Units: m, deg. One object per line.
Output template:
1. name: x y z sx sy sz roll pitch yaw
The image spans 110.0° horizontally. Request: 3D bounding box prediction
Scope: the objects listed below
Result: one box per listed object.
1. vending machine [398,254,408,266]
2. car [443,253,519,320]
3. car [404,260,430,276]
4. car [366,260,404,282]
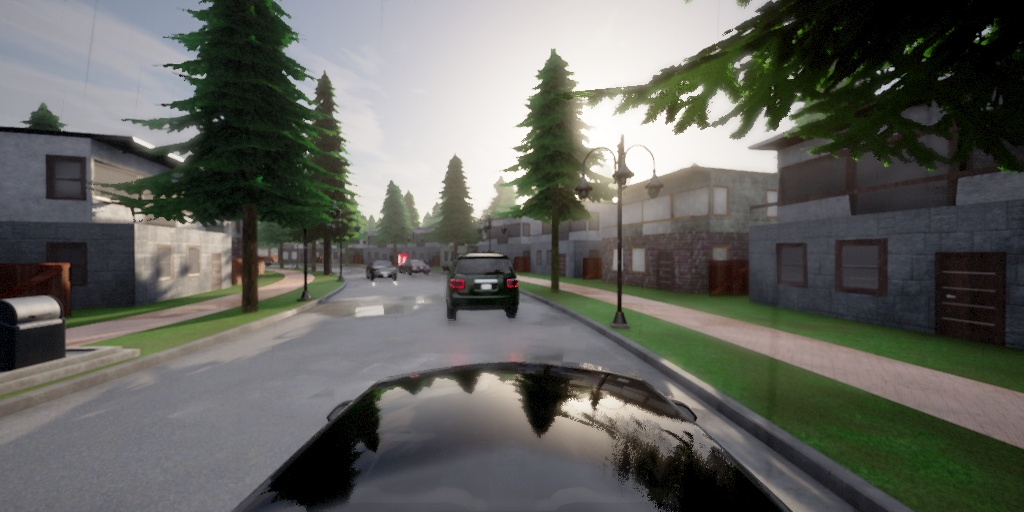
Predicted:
1. vending machine: -14.316 0.677 47.143 1.100 2.100 0.880 0 0 -43
2. car: -1.218 0.911 12.592 2.150 2.045 5.566 0 1 -11
3. car: -9.417 1.106 34.194 2.033 1.411 5.357 0 0 -32
4. car: -10.061 1.088 27.604 2.128 1.511 4.902 0 0 -27
